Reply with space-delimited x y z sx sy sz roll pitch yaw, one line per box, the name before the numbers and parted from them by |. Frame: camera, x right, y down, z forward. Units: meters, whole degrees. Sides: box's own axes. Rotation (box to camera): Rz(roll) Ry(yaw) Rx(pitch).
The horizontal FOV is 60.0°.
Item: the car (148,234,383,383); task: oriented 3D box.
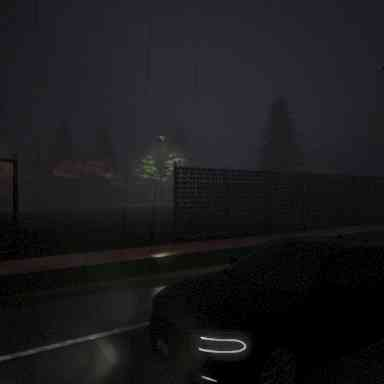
car | 1.763 1.478 5.108 5.008 1.535 1.882 0 0 -33
